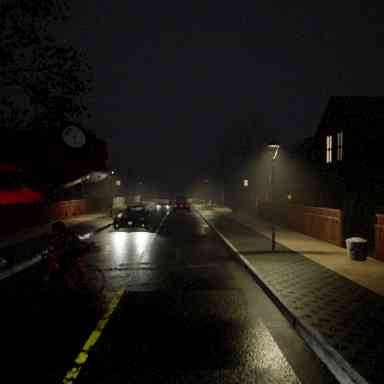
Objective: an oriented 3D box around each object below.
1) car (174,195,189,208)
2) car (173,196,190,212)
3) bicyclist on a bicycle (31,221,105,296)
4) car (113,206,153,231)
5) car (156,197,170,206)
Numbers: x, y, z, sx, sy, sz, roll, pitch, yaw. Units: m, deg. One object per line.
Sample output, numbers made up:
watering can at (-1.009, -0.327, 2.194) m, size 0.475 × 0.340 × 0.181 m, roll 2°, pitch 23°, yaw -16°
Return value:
car at (-1.576, 1.331, 48.743) m, size 2.097 × 1.767 × 4.553 m, roll 0°, pitch 0°, yaw -2°
car at (-1.203, 1.530, 38.190) m, size 2.033 × 1.411 × 5.357 m, roll 0°, pitch 0°, yaw -2°
bicyclist on a bicycle at (-2.686, 1.455, 7.132) m, size 1.656 × 1.620 × 0.582 m, roll -2°, pitch 0°, yaw 3°
car at (-3.521, 1.554, 20.533) m, size 1.994 × 1.385 × 4.181 m, roll 0°, pitch 0°, yaw -2°
car at (-4.734, 1.502, 54.847) m, size 1.812 × 1.442 × 4.674 m, roll 0°, pitch 0°, yaw -2°
